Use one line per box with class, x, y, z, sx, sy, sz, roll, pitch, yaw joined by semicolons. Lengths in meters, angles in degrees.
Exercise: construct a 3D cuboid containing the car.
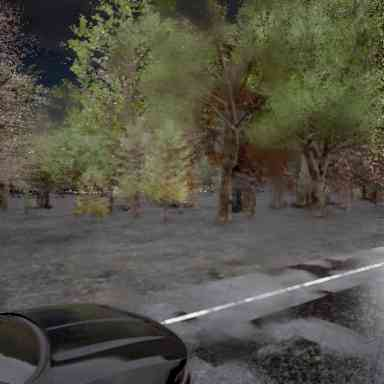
car;-2.291;1.481;2.111;5.008;1.535;1.882;0;0;-35
